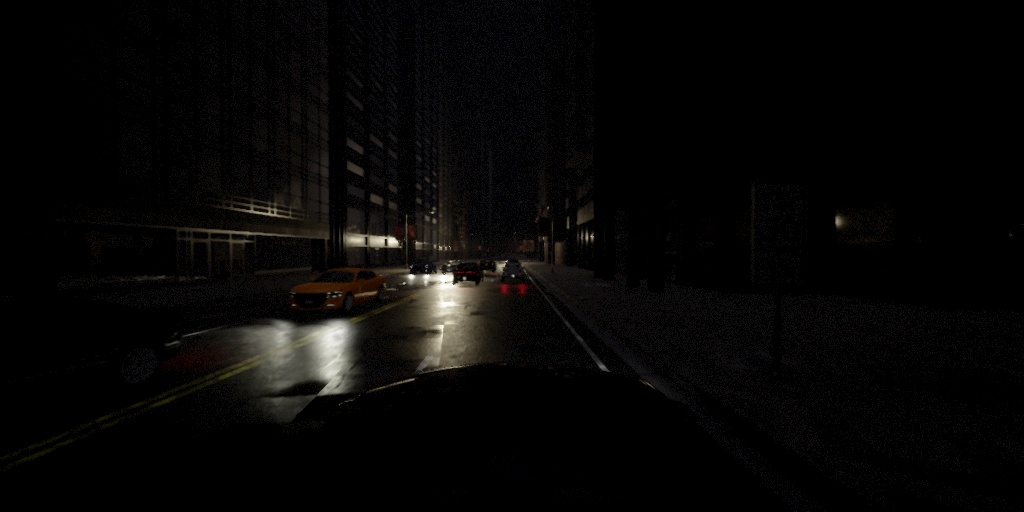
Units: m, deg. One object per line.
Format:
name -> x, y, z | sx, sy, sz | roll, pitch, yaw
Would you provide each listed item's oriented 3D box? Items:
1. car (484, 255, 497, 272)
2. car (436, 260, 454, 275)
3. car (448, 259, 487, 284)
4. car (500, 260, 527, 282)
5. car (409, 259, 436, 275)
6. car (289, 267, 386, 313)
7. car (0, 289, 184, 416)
car -> -3.124, 1.085, 45.831 | 2.097, 1.767, 4.553 | 0, 0, 0
car -> -6.477, 1.226, 39.370 | 2.128, 1.511, 4.902 | 0, 0, 0
car -> -3.160, 1.247, 26.470 | 1.837, 1.490, 4.892 | 0, 1, 1
car -> 0.093, 1.268, 29.041 | 1.812, 1.442, 4.674 | 0, 0, 0
car -> -9.726, 1.081, 39.477 | 2.097, 1.767, 4.553 | 0, 0, 0
car -> -6.578, 1.219, 14.103 | 1.882, 1.535, 5.008 | 0, 0, 0
car -> -6.599, 1.222, 4.036 | 1.882, 1.535, 5.008 | 0, 0, 0
